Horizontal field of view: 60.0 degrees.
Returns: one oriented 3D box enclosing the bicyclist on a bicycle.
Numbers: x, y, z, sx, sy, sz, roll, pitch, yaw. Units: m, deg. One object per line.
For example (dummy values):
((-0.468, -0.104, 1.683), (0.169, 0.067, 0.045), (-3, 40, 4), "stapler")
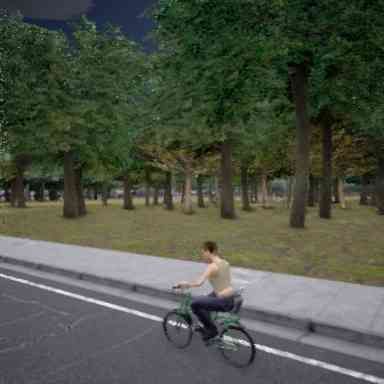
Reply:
((0.177, 1.461, 4.557), (1.509, 1.612, 0.866), (-1, 0, 35), "bicyclist on a bicycle")
